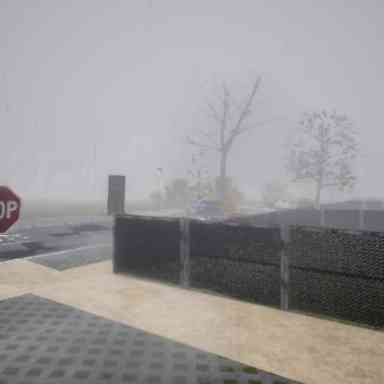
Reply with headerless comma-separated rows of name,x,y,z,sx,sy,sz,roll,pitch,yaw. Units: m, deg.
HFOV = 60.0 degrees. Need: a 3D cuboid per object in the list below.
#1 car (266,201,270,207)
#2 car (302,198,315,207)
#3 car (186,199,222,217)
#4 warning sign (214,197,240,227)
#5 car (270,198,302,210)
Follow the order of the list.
car,12.149,1.512,47.426,1.895,1.301,4.718,5,2,33
car,17.184,1.638,50.164,2.033,1.411,5.357,5,2,33
car,1.324,1.388,30.778,1.812,1.442,4.674,5,2,32
warning sign,2.346,1.327,22.454,1.300,1.860,1.060,5,3,33
car,11.892,1.602,41.866,1.812,1.442,4.674,5,2,33
